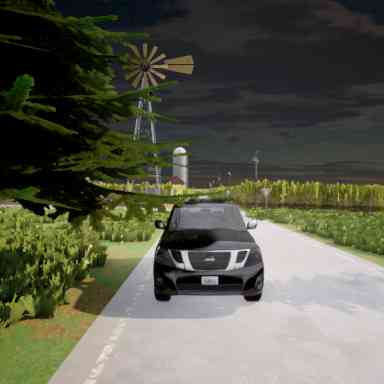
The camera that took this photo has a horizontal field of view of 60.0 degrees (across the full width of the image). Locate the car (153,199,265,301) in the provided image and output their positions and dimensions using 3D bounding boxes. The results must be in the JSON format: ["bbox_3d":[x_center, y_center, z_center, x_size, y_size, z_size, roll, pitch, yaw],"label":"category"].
[{"bbox_3d":[0.333,1.221,8.675,2.150,2.045,5.566,0,0,0],"label":"car"}]
